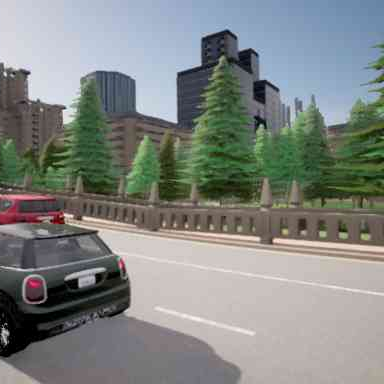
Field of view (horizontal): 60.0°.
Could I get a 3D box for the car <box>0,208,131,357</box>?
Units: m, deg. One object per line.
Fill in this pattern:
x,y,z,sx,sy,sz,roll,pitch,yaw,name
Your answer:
-3.331,1.377,6.345,4.553,1.767,2.097,0,0,36,car

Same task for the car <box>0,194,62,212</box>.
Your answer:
-7.508,1.088,13.669,5.566,2.045,2.150,3,2,36,car
